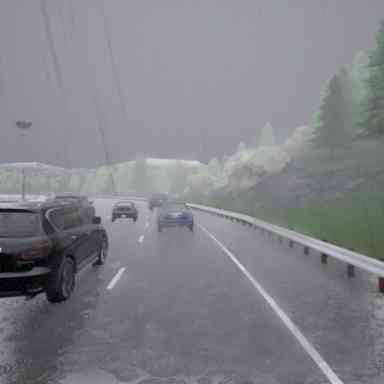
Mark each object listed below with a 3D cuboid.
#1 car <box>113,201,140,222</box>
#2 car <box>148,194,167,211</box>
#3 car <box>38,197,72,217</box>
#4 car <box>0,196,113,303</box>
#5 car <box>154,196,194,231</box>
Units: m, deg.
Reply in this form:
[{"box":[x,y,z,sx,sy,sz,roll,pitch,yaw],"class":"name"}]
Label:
[{"box":[-5.322,1.516,26.765,1.837,1.490,4.892,0,0,-7],"class":"car"},{"box":[-4.183,1.231,41.237,2.150,2.045,5.566,0,0,-11],"class":"car"},{"box":[-13.289,1.379,32.631,2.097,1.767,4.553,0,0,-9],"class":"car"},{"box":[-3.671,1.229,8.305,2.150,2.045,5.566,0,0,-3],"class":"car"},{"box":[-1.093,1.355,20.617,2.097,1.767,4.553,0,0,-5],"class":"car"}]
